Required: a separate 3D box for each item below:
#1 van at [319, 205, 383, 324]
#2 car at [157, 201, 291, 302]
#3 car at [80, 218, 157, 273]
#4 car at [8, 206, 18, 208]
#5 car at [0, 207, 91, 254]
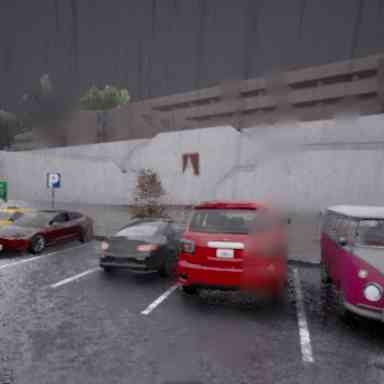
[{"bbox_3d":[3.712,1.263,6.706,1.878,1.987,4.442,1,-1,15],"label":"van"},{"bbox_3d":[1.312,1.239,8.582,2.435,2.045,5.566,0,-1,15],"label":"car"},{"bbox_3d":[-1.127,1.524,10.280,2.002,1.452,4.674,0,-1,15],"label":"car"},{"bbox_3d":[-8.458,1.443,15.302,1.946,1.575,5.366,1,0,15],"label":"car"},{"bbox_3d":[-5.990,1.495,13.720,2.163,1.488,4.792,1,0,16],"label":"car"}]
